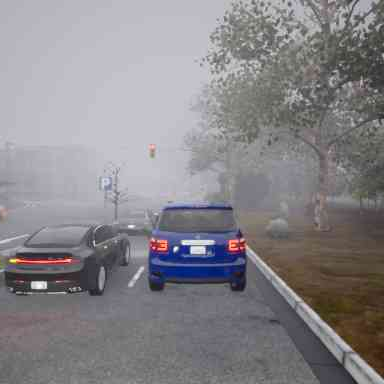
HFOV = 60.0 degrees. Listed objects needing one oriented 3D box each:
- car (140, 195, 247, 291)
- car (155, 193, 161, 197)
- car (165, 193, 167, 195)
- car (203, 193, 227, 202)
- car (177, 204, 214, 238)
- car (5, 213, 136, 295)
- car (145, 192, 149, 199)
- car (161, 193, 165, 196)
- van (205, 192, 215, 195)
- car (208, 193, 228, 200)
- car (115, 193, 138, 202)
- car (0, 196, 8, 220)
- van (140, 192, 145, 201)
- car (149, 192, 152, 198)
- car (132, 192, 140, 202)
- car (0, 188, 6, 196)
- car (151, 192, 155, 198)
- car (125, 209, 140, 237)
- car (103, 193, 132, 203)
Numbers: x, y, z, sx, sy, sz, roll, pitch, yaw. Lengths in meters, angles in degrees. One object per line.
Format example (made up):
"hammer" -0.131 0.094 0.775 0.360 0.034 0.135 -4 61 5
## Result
"car" 0.126 1.233 9.187 2.150 2.045 5.566 0 0 0
"car" -11.316 1.358 86.869 4.674 1.452 2.002 -1 0 -12
"car" -10.434 1.316 92.853 5.008 1.535 2.097 -1 0 -11
"car" 4.775 1.142 68.474 4.553 1.767 2.185 1 0 -14
"car" 0.202 1.531 19.046 1.837 1.490 4.892 0 0 0
"car" -2.877 1.515 8.702 1.837 1.490 4.892 0 0 0
"car" -12.894 1.322 74.893 4.892 1.521 2.231 -1 0 -13
"car" -10.861 1.065 89.875 5.566 2.045 2.435 -1 0 -12
"van" 4.387 1.043 65.505 4.442 1.987 1.878 1 0 -14
"car" 6.589 1.130 83.170 4.553 1.767 2.185 1 0 -12
"car" -13.597 1.196 68.883 4.553 1.767 2.185 -1 0 -14
"car" -16.587 1.404 25.137 4.553 1.767 2.185 -1 0 -19
"van" -13.127 1.093 71.922 4.442 1.987 1.878 -1 0 -14
"car" -12.517 1.360 77.887 4.674 1.452 2.002 -1 0 -13
"car" -13.695 1.316 65.931 5.366 1.575 1.946 -1 0 -15
"car" -31.080 0.137 53.834 2.002 1.452 4.674 6 -3 -19
"car" -12.140 1.359 80.888 4.674 1.452 2.002 -1 0 -13
"car" -2.816 1.589 17.588 1.994 1.385 4.181 0 0 1
"car" -14.345 1.358 62.940 4.792 1.488 2.163 -1 0 -15
